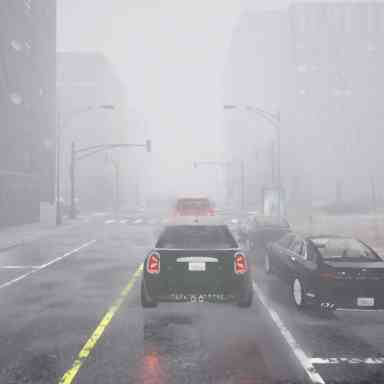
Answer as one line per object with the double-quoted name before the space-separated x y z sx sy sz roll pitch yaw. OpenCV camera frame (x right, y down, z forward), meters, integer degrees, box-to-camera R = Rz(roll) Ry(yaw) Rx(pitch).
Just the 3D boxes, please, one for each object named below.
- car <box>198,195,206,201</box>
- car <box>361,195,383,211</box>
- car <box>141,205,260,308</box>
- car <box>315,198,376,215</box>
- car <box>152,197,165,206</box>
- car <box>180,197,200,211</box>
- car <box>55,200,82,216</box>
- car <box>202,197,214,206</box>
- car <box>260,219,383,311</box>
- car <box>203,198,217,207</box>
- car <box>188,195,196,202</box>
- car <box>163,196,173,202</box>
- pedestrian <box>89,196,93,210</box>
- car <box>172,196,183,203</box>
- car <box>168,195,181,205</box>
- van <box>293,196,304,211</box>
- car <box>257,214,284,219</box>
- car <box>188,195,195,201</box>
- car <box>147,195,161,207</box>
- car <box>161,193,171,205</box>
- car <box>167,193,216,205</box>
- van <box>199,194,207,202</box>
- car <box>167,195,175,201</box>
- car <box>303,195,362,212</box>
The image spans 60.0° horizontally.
"car" 2.664 1.582 90.351 1.887 1.381 4.507 1 0 0
"car" 19.275 1.228 38.141 5.009 1.841 2.192 0 0 0
"car" 0.097 1.354 8.087 2.097 1.767 4.553 0 0 0
"car" 13.691 1.413 29.797 4.206 1.307 1.802 0 0 0
"car" -5.702 1.566 56.961 1.887 1.381 4.507 1 0 0
"car" -0.159 1.541 43.582 1.837 1.490 4.892 2 1 8
"car" -13.200 1.569 32.321 4.902 1.511 2.128 -1 -1 5
"car" 2.677 1.603 56.925 1.802 1.307 4.206 1 0 0
"car" 2.828 1.553 7.591 2.008 1.369 4.403 1 0 0
"car" 2.680 1.585 51.354 1.947 1.339 4.313 1 0 0
"car" -0.034 1.557 80.947 1.812 1.442 4.674 0 0 0
"car" -5.712 1.597 79.245 1.947 1.339 4.313 1 0 0
"pedestrian" -12.546 1.347 41.312 0.375 1.860 0.375 0 0 0
"car" -3.029 1.553 70.682 2.128 1.511 4.902 0 0 0
"car" -3.093 1.375 60.612 2.097 1.767 4.553 0 0 0
"van" 13.748 1.296 38.178 3.998 1.788 1.690 0 0 0
"car" 2.825 1.555 13.161 2.008 1.369 4.403 1 0 0
"car" -0.038 1.537 90.833 1.837 1.490 4.892 0 0 0
"car" -5.696 1.334 51.390 2.192 1.841 5.009 1 0 0
"car" -3.142 1.240 51.043 2.150 2.045 5.566 0 0 0
"car" 0.080 1.228 17.558 2.150 2.045 5.566 0 0 0
"van" 2.671 1.373 79.210 1.690 1.788 3.998 1 0 0
"car" -5.717 1.603 90.387 1.947 1.339 4.313 1 0 0
"car" 14.974 1.385 35.577 5.008 1.535 1.882 0 -1 2
